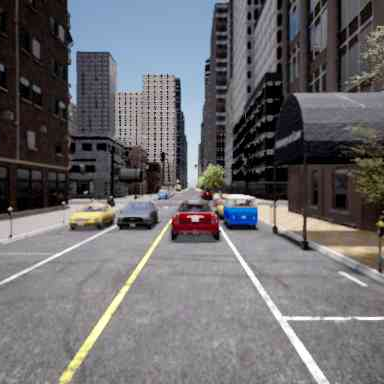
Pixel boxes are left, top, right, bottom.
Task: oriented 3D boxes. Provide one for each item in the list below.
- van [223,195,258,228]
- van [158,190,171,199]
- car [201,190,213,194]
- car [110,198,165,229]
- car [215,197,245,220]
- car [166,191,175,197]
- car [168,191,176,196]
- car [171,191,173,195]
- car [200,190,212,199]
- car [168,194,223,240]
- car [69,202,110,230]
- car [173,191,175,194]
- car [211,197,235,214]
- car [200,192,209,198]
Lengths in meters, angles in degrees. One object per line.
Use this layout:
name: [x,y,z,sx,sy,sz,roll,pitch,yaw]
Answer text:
van: [2.745,1.085,19.443,1.690,1.788,3.998,0,1,0]
van: [-5.510,0.568,63.177,1.690,1.788,3.998,0,1,0]
car: [2.870,0.543,63.155,2.192,1.841,5.009,0,1,0]
car: [-3.023,1.289,19.637,2.033,1.411,5.357,0,1,0]
car: [2.762,1.195,25.279,1.752,1.417,4.829,0,1,0]
car: [-5.446,0.539,85.273,2.008,1.369,4.403,0,1,0]
car: [-5.430,0.481,90.798,2.008,1.369,4.403,0,1,0]
car: [-5.494,0.606,68.701,1.967,1.590,4.097,0,1,0]
car: [2.886,0.482,68.679,2.192,1.841,5.009,0,1,0]
car: [0.146,1.142,15.921,2.097,1.767,4.553,0,1,0]
car: [-5.635,1.271,19.300,1.752,1.417,4.829,0,1,0]
car: [-5.462,0.487,79.750,1.967,1.590,4.097,0,1,0]
car: [2.778,1.183,30.772,1.802,1.307,4.206,0,1,0]
car: [2.919,0.614,79.729,1.947,1.339,4.313,0,1,0]
